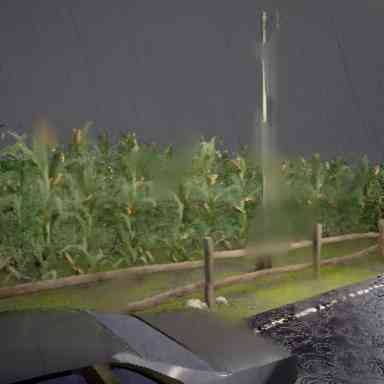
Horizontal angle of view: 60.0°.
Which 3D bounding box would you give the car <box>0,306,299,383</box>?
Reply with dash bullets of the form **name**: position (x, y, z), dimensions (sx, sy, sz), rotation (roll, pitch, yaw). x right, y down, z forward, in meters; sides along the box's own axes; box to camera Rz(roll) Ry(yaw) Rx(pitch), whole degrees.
- **car**: position (-1.558, 1.564, 1.776), dimensions (5.357, 1.411, 2.033), rotation (0, 0, -37)
